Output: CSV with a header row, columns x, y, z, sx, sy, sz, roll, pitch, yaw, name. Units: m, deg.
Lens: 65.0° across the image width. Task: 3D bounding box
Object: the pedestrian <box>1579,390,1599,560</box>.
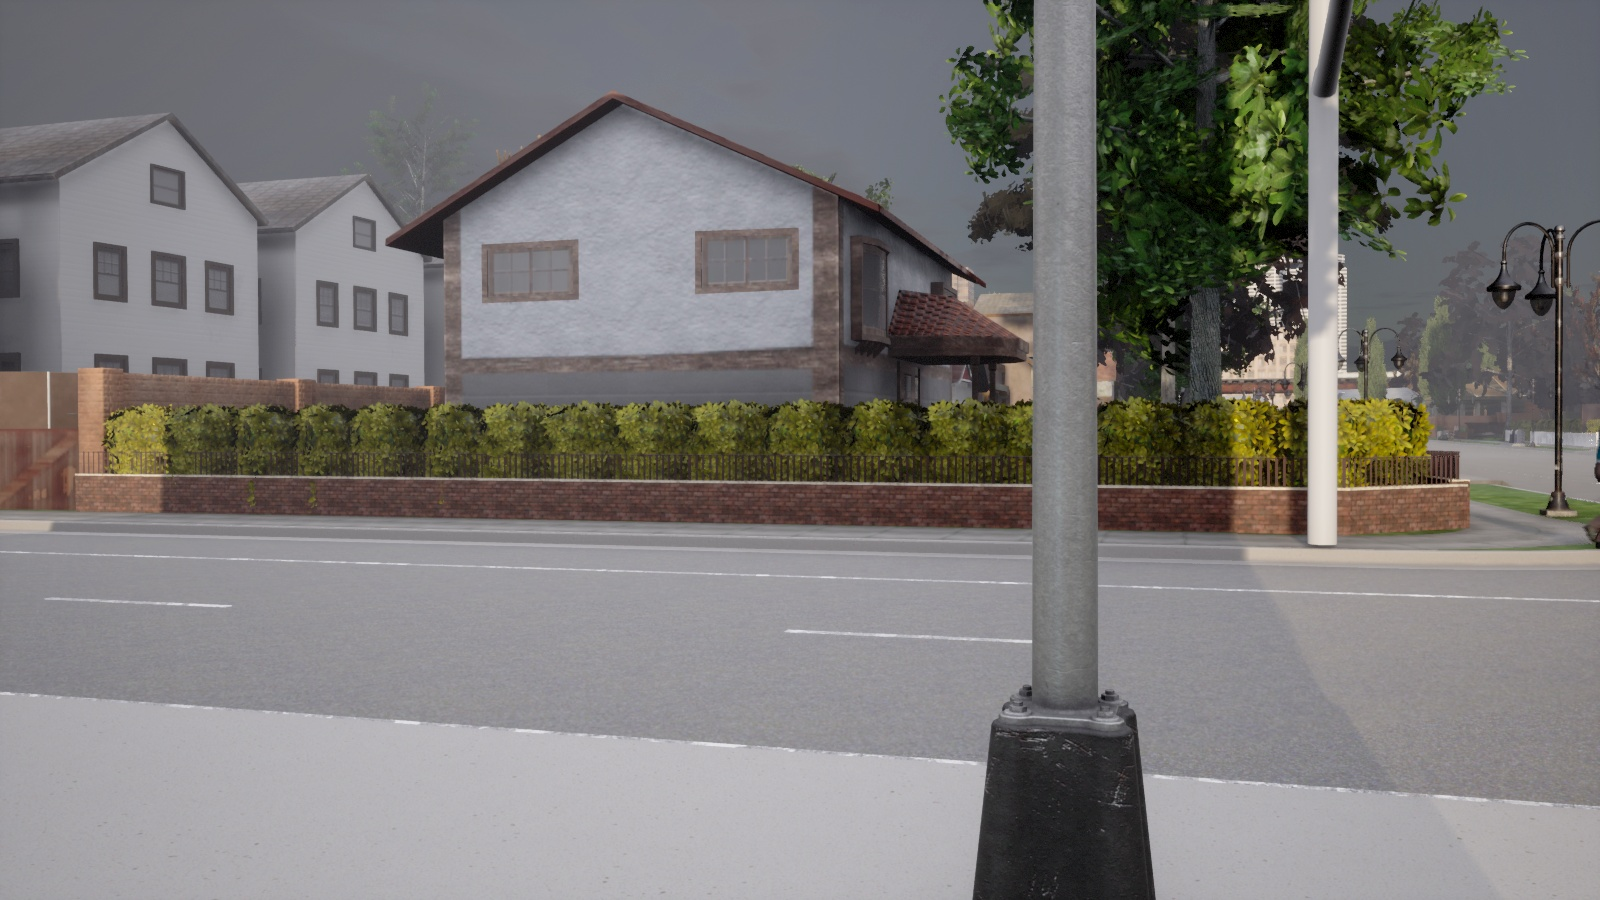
x,y,z,sx,sy,sz,roll,pitch,yaw,name
9.306,0.286,14.313,0.692,1.930,0.396,1,1,31,pedestrian
